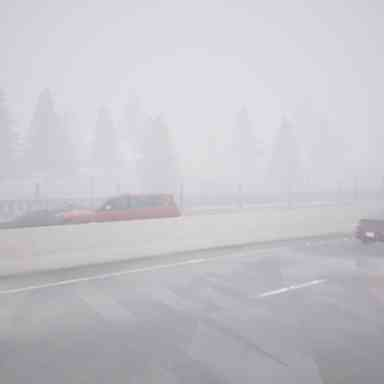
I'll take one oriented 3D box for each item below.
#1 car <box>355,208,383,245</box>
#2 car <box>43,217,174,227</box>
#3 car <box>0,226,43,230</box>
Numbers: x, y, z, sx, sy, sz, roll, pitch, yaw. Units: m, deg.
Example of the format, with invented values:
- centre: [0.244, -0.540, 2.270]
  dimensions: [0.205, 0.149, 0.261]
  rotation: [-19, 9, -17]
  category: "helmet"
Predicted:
- centre: [8.081, 1.215, 12.314]
  dimensions: [4.674, 1.442, 1.812]
  rotation: [-1, 1, -27]
  category: "car"
- centre: [-3.118, 1.085, 14.291]
  dimensions: [5.566, 2.045, 2.150]
  rotation: [-2, 1, -31]
  category: "car"
- centre: [-7.204, 1.464, 15.827]
  dimensions: [5.357, 1.411, 2.033]
  rotation: [-2, 1, -33]
  category: "car"
